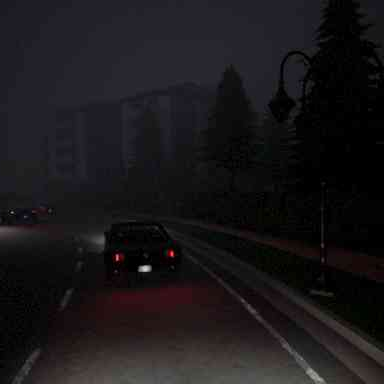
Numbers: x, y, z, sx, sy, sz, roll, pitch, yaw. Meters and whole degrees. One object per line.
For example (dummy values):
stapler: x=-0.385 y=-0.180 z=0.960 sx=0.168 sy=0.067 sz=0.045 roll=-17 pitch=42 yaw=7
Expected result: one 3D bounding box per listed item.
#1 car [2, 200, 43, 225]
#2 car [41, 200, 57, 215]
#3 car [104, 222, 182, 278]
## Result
car: x=-12.676 y=1.537 z=24.438 sx=1.812 sy=1.442 sz=4.674 roll=-1 pitch=0 yaw=-36
car: x=-14.485 y=1.510 z=31.807 sx=1.812 sy=1.442 sz=4.674 roll=-1 pitch=0 yaw=-44
car: x=-1.720 y=1.554 z=10.157 sx=1.895 sy=1.301 sz=4.718 roll=-1 pitch=0 yaw=-15
